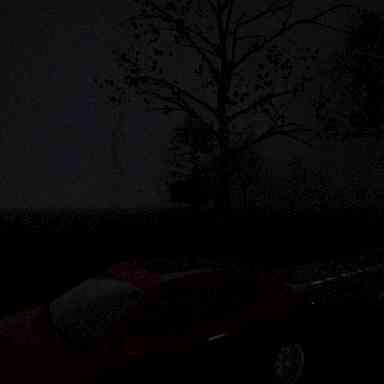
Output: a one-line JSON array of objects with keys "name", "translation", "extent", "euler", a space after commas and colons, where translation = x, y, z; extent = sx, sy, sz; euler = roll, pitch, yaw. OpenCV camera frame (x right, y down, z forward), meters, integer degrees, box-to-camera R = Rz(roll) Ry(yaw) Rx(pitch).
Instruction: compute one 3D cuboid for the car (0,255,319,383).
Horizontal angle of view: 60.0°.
[{"name": "car", "translation": [-0.489, 1.526, 3.654], "extent": [4.674, 1.442, 1.812], "euler": [0, 0, -36]}]
